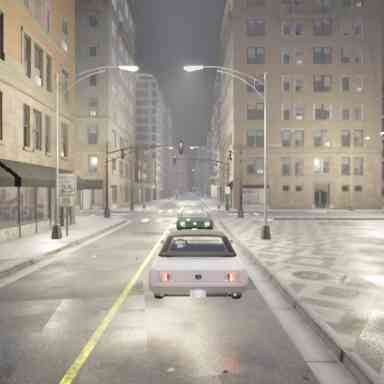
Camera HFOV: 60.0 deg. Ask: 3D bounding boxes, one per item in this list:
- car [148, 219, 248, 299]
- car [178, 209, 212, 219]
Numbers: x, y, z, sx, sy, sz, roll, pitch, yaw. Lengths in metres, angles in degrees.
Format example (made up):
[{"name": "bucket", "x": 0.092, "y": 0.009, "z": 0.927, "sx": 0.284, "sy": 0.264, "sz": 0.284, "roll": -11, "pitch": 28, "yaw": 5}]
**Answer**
[{"name": "car", "x": 0.121, "y": 1.599, "z": 8.390, "sx": 1.895, "sy": 1.301, "sz": 4.718, "roll": 0, "pitch": 0, "yaw": 0}, {"name": "car", "x": 0.146, "y": 1.597, "z": 18.625, "sx": 1.895, "sy": 1.301, "sz": 4.718, "roll": 0, "pitch": 0, "yaw": 0}]
